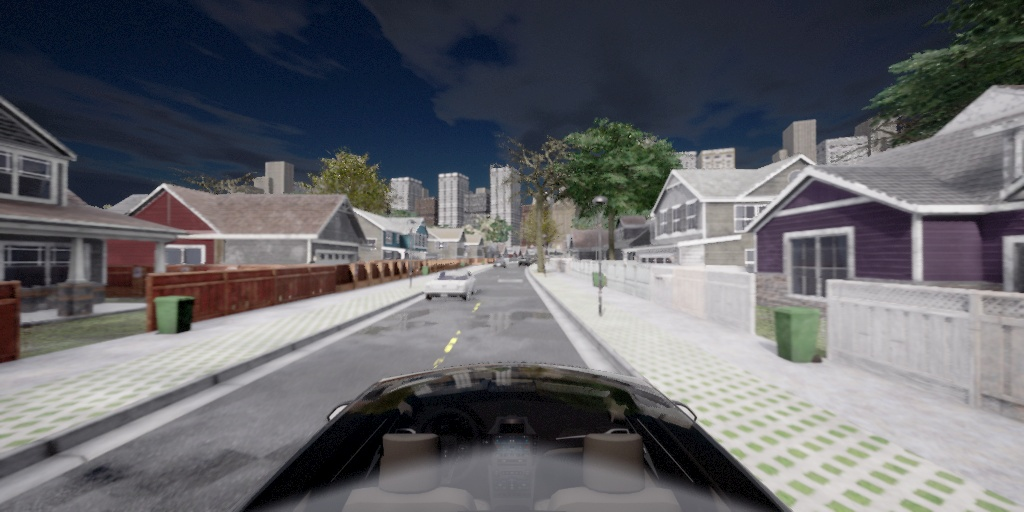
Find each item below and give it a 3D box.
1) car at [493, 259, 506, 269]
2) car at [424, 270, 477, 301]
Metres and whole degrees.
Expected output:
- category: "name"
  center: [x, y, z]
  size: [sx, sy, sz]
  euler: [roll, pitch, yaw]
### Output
- category: "car"
  center: [-1.975, 1.276, 58.770]
  size: [2.128, 1.511, 4.902]
  euler: [0, 0, 4]
- category: "car"
  center: [-2.855, 1.353, 17.346]
  size: [1.895, 1.301, 4.718]
  euler: [0, 0, 0]
